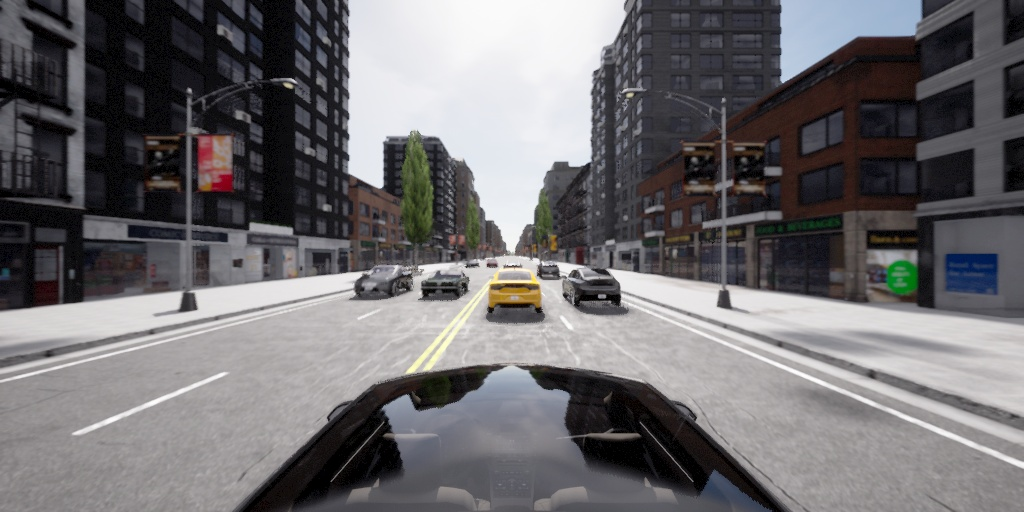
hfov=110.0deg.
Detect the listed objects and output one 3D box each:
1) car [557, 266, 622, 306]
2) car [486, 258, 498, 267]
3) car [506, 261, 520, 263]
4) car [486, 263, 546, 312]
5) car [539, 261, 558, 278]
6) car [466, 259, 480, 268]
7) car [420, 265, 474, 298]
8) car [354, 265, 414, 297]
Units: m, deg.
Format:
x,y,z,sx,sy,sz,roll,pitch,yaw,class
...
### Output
x,y,z,sx,sy,sz,roll,pitch,yaw,class
3.345,1.250,15.731,1.837,1.490,4.892,0,0,0,car
-3.311,1.160,60.345,1.882,1.535,5.008,0,0,0,car
0.088,1.216,33.747,2.128,1.511,4.902,0,0,0,car
0.097,1.223,14.262,1.882,1.535,5.008,0,0,0,car
3.341,1.217,33.739,2.128,1.511,4.902,0,0,0,car
-6.558,1.246,60.215,1.994,1.385,4.181,0,0,1,car
-3.354,1.343,18.699,1.895,1.301,4.718,0,0,0,car
-6.604,1.233,18.978,2.128,1.511,4.902,0,0,0,car
